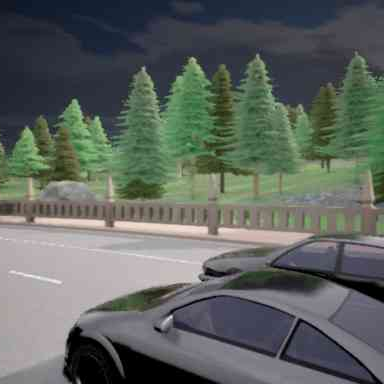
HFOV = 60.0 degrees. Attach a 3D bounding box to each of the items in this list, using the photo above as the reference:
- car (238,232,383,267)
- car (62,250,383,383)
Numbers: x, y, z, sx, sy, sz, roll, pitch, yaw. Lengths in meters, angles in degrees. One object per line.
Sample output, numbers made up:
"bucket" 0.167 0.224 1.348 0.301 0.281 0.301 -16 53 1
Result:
"car" 2.753 1.493 6.223 5.357 1.411 2.033 0 1 34
"car" 0.576 1.533 3.399 4.181 1.385 1.994 0 1 35
